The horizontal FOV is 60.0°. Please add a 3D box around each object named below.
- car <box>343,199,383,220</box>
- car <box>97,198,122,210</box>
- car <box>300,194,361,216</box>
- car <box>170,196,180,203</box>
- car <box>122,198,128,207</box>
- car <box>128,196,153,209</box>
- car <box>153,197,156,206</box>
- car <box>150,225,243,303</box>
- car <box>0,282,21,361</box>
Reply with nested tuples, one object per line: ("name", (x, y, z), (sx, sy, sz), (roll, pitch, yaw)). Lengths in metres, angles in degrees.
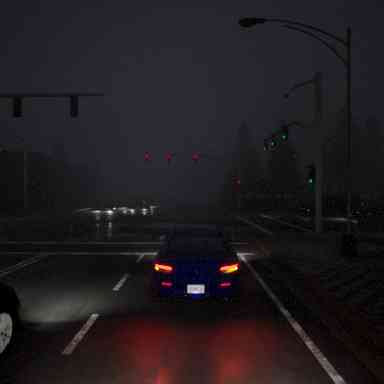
("car", (15.885, 1.547, 27.619), (5.357, 1.411, 2.033), (0, 0, 0))
("car", (-10.643, 1.526, 42.306), (1.812, 1.442, 4.674), (0, 0, 0))
("car", (13.063, 1.222, 31.118), (5.566, 2.045, 2.150), (0, 0, 0))
("car", (-3.479, 1.477, 69.609), (1.882, 1.535, 5.008), (0, 0, 0))
("car", (-10.646, 1.601, 51.404), (1.895, 1.301, 4.718), (0, 0, 0))
("car", (-7.147, 1.352, 46.365), (2.097, 1.767, 4.553), (0, 0, 0))
("car", (-7.133, 1.505, 55.507), (1.837, 1.490, 4.892), (0, 0, 0))
("car", (0.131, 1.526, 8.100), (1.812, 1.442, 4.674), (0, 0, 2))
("car", (-3.442, 1.505, 2.966), (1.837, 1.490, 4.892), (0, 0, 0))
